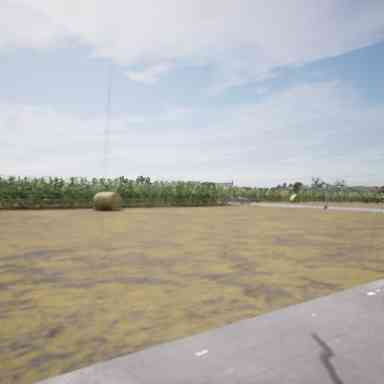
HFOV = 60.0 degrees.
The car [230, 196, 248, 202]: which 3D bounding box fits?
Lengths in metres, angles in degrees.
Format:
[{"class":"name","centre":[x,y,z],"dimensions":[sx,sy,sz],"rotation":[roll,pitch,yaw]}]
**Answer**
[{"class":"car","centre":[9.764,1.463,70.190],"dimensions":[1.895,1.301,4.718],"rotation":[0,0,-35]}]
